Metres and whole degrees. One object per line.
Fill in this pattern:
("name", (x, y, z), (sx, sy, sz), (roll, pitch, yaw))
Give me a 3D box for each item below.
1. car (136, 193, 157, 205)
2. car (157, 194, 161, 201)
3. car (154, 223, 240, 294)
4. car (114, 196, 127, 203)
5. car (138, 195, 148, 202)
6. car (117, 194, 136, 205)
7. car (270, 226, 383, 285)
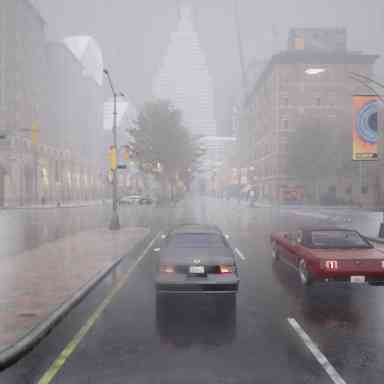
("car", (-8.119, 1.491, 59.208), (2.128, 1.511, 4.902), (0, 0, 0))
("car", (-8.072, 1.526, 68.976), (1.812, 1.442, 4.674), (0, 0, 0))
("car", (0.092, 1.547, 8.938), (2.033, 1.411, 5.357), (0, 0, 0))
("car", (-14.822, 1.595, 69.185), (1.895, 1.301, 4.718), (0, 0, 0))
("car", (-11.583, 1.524, 79.198), (1.812, 1.442, 4.674), (0, 0, 0))
("car", (-11.618, 1.526, 58.918), (1.812, 1.442, 4.674), (0, 0, 0))
("car", (3.591, 1.601, 9.421), (1.895, 1.301, 4.718), (0, 0, 0))
